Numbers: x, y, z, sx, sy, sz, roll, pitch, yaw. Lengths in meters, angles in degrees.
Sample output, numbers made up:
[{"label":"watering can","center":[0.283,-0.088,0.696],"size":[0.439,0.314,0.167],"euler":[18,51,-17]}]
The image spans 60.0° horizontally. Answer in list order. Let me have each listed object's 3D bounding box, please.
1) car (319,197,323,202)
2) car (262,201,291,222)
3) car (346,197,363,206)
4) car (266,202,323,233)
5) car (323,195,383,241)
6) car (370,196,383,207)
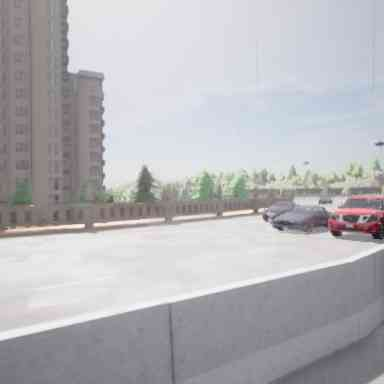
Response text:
[{"label":"car","center":[25.256,1.595,62.693],"size":[1.882,1.535,5.008],"euler":[0,0,12]},{"label":"car","center":[7.163,1.487,25.560],"size":[2.128,1.511,4.902],"euler":[0,0,39]},{"label":"car","center":[26.875,1.544,55.120],"size":[1.837,1.490,4.892],"euler":[0,0,17]},{"label":"car","center":[6.833,1.529,19.783],"size":[2.033,1.411,5.357],"euler":[0,0,43]},{"label":"car","center":[9.042,1.185,17.082],"size":[2.150,2.045,5.566],"euler":[0,0,43]},{"label":"car","center":[30.007,1.480,53.247],"size":[1.882,1.535,5.008],"euler":[0,0,18]}]
